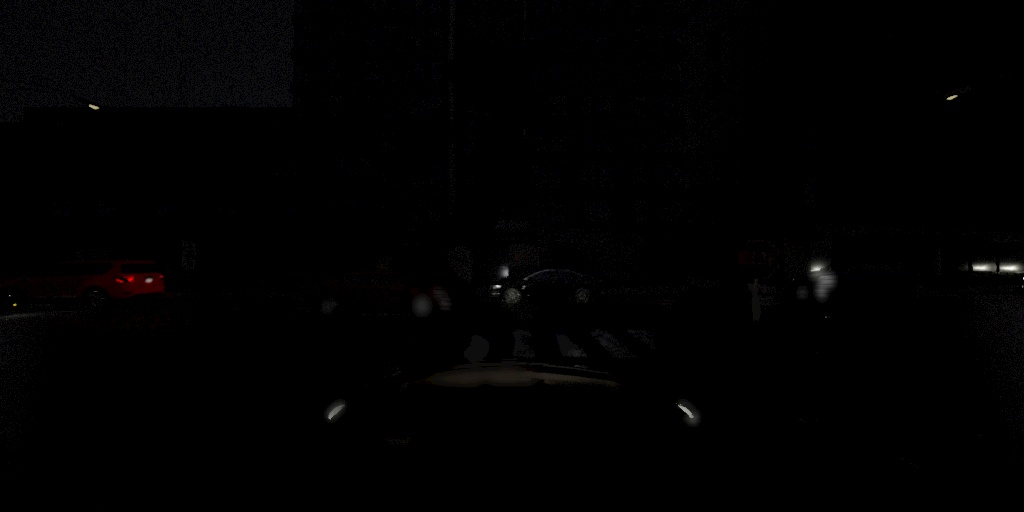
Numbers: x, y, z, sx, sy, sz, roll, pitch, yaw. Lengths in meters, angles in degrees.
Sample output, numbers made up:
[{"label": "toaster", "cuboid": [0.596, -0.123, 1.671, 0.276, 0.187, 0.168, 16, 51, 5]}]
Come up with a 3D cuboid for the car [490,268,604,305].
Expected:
[{"label": "car", "cuboid": [1.508, 1.259, 15.624, 4.902, 1.511, 2.128, 0, -1, 0]}]

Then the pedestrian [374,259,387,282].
[{"label": "pedestrian", "cuboid": [-6.851, 1.048, 18.559, 0.375, 1.860, 0.375, 0, -1, 0]}]

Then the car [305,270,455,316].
[{"label": "car", "cuboid": [-4.536, 1.245, 12.687, 5.008, 1.535, 1.882, -1, -1, 0]}]

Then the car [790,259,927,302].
[{"label": "car", "cuboid": [14.859, 0.996, 15.597, 4.553, 1.767, 2.097, -1, -1, 0]}]

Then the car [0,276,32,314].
[{"label": "car", "cuboid": [-20.570, 1.524, 12.724, 4.181, 1.385, 1.994, -1, -1, 0]}]

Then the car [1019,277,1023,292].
[{"label": "car", "cuboid": [25.406, 0.912, 15.571, 4.553, 1.767, 2.097, 0, -1, 0]}]

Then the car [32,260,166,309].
[{"label": "car", "cuboid": [-18.679, 1.214, 15.750, 5.566, 2.045, 2.150, -1, -1, -2]}]
